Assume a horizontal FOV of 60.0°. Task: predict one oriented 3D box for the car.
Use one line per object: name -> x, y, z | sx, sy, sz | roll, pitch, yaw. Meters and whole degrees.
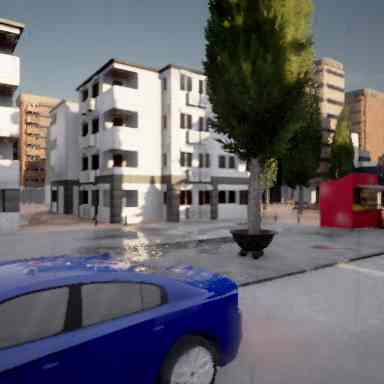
car -> -1.699, 1.478, 3.393 | 5.008, 1.535, 1.882 | 0, 0, -35
